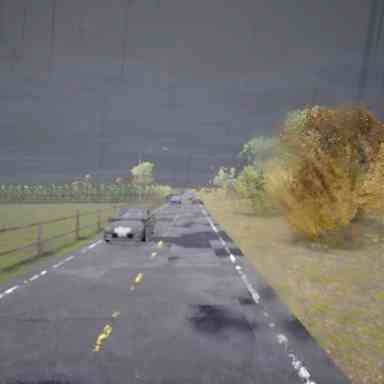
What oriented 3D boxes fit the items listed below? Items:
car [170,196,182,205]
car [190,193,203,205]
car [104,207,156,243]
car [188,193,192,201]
[{"bbox_3d":[-2.790,1.388,57.393,1.882,1.535,5.008,0,0,0],"label":"car"},{"bbox_3d":[0.967,1.437,57.482,1.812,1.442,4.674,0,0,0],"label":"car"},{"bbox_3d":[-2.848,1.480,16.044,2.128,1.511,4.902,0,0,0],"label":"car"},{"bbox_3d":[0.006,1.392,75.530,1.895,1.301,4.718,0,0,0],"label":"car"}]
